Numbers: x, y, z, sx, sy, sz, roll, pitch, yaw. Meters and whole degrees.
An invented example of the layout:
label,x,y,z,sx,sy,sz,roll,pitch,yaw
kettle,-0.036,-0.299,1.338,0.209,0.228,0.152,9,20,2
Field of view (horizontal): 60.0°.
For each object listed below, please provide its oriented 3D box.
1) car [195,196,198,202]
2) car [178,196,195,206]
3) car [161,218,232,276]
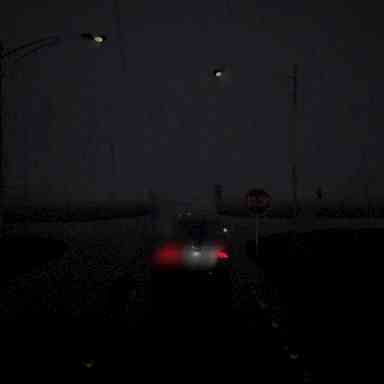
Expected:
label,x,y,z,sx,sy,sz,roll,pitch,yaw
car,0.208,1.386,67.605,1.895,1.301,4.718,0,0,5
car,-1.006,1.368,52.359,1.812,1.442,4.674,0,0,4
car,0.152,1.519,10.265,2.033,1.411,5.357,0,0,1
